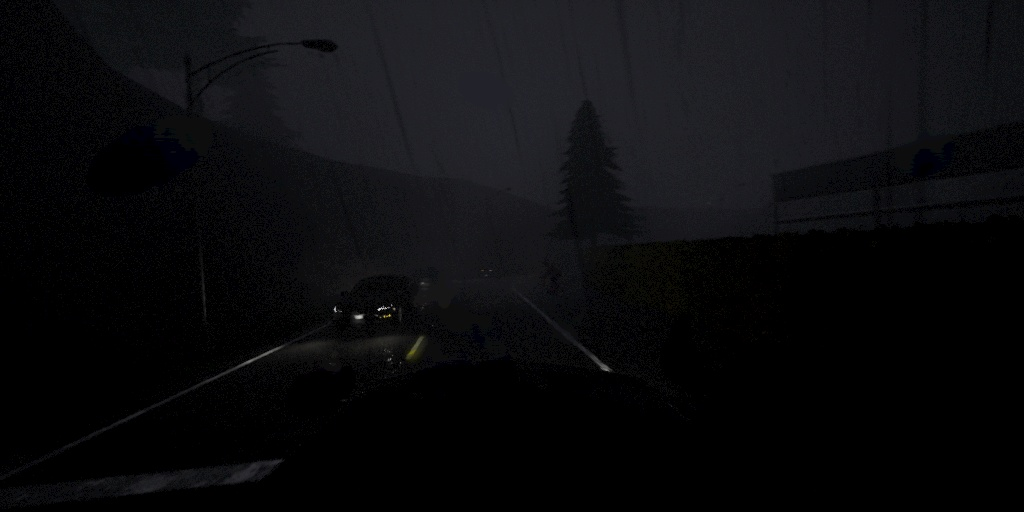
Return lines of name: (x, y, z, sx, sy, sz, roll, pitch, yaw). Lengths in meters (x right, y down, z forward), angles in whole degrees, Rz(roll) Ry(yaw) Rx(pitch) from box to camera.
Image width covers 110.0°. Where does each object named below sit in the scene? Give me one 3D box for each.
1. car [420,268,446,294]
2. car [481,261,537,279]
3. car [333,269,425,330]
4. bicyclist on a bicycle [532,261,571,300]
car: (-5.367, 1.457, 22.039, 2.033, 1.411, 5.357, -3, 0, 1)
car: (-0.280, 1.174, 30.719, 4.718, 1.301, 1.895, -3, 0, -32)
car: (-4.437, 1.428, 12.273, 1.837, 1.490, 4.892, -3, 0, -5)
bicyclist on a bicycle: (1.637, 1.024, 15.081, 1.656, 1.620, 0.582, -3, 0, -6)
